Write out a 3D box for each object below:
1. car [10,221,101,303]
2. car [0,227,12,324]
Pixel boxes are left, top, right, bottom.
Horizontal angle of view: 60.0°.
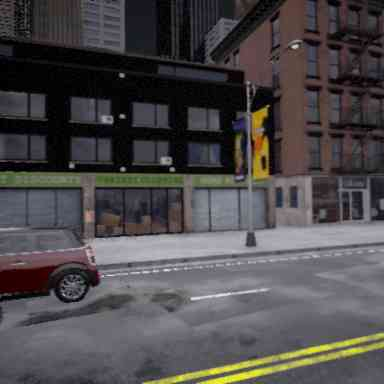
[{"bbox_3d":[-4.535,1.626,7.792,4.553,1.767,2.097,0,-1,-20],"label":"car"},{"bbox_3d":[-5.031,1.547,4.147,4.553,1.767,2.097,0,-1,-20],"label":"car"}]
